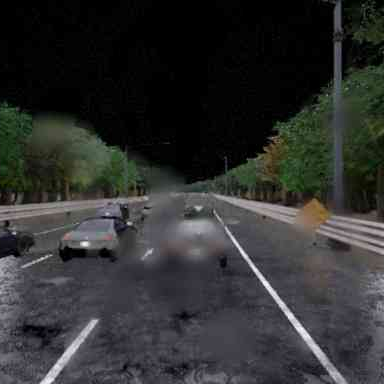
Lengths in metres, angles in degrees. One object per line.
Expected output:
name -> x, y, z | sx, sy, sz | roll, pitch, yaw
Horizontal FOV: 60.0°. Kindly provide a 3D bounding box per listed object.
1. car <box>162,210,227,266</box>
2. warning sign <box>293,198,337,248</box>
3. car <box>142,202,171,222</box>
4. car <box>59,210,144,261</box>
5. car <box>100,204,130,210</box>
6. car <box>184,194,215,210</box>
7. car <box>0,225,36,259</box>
car -> 0.194, 1.563, 11.543 | 1.812, 1.442, 4.674 | 0, -1, 2
warning sign -> 4.724, 1.157, 12.868 | 1.300, 1.860, 1.060 | 0, 0, 1
car -> -2.887, 1.565, 27.102 | 2.128, 1.511, 4.902 | 0, 0, 2
car -> -3.276, 1.603, 12.427 | 1.994, 1.385, 4.181 | 0, 0, 2
car -> -6.377, 1.638, 27.455 | 1.994, 1.385, 4.181 | 0, 0, 2
car -> 0.569, 1.295, 25.855 | 2.150, 2.045, 5.566 | 0, 0, 2
car -> -6.859, 1.577, 10.063 | 2.033, 1.411, 5.357 | 0, 0, 2
